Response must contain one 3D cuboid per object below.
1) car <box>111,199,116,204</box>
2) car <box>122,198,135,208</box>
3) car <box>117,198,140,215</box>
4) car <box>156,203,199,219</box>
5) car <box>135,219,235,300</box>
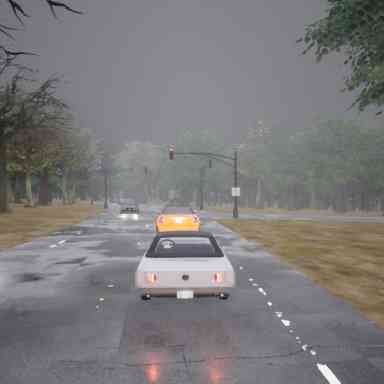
[{"bbox_3d":[-19.594,2.363,85.428,1.994,1.385,4.181,0,-1,-21],"label":"car"},{"bbox_3d":[-10.818,1.839,56.647,1.837,1.490,4.892,0,0,-14],"label":"car"},{"bbox_3d":[-6.507,1.645,34.959,1.994,1.385,4.181,1,-1,-9],"label":"car"},{"bbox_3d":[-0.775,1.361,17.324,2.097,1.767,4.553,0,0,-4],"label":"car"},{"bbox_3d":[-0.202,1.605,8.352,1.895,1.301,4.718,0,0,-2],"label":"car"}]
